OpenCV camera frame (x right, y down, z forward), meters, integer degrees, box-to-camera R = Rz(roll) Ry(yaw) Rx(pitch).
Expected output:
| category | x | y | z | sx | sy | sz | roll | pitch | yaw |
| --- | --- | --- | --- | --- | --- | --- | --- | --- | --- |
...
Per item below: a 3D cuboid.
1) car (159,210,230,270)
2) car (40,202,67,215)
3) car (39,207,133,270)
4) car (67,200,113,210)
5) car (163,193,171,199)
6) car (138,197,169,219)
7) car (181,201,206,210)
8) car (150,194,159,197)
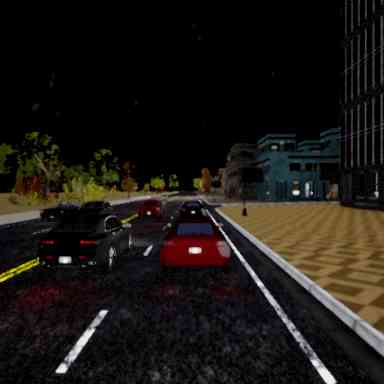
| category | x | y | z | sx | sy | sz | roll | pitch | yaw |
| --- | --- | --- | --- | --- | --- | --- | --- | --- | --- |
| car | 0.089 | 1.499 | 10.790 | 1.994 | 1.385 | 4.181 | 0 | 0 | 0 |
| car | -9.827 | 1.446 | 25.546 | 1.895 | 1.301 | 4.718 | 0 | 0 | 0 |
| car | -3.161 | 1.439 | 10.724 | 1.837 | 1.490 | 4.892 | 0 | 0 | 0 |
| car | -6.584 | 1.369 | 22.759 | 1.837 | 1.490 | 4.892 | 0 | 0 | 0 |
| car | -6.485 | 0.996 | 86.505 | 2.128 | 1.511 | 4.902 | 0 | 0 | 0 |
| car | -3.157 | 1.364 | 26.666 | 1.812 | 1.442 | 4.674 | 0 | 0 | 0 |
| car | 0.092 | 1.406 | 26.073 | 1.994 | 1.385 | 4.181 | 0 | 0 | 0 |
| car | -9.735 | 1.066 | 86.476 | 1.895 | 1.301 | 4.718 | 0 | 0 | 0 |
